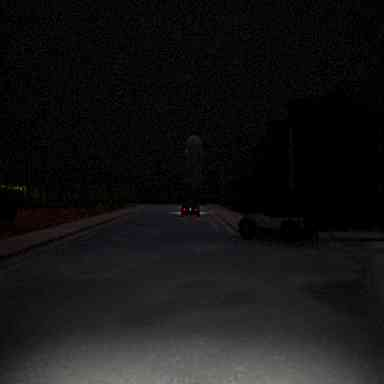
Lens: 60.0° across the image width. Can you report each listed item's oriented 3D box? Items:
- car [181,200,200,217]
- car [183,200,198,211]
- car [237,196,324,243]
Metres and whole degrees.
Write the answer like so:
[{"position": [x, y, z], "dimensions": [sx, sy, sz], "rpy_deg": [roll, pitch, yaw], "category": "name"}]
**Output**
[{"position": [-0.141, 1.639, 32.776], "dimensions": [2.033, 1.411, 5.357], "rpy_deg": [0, 0, 0], "category": "car"}, {"position": [-0.216, 1.721, 43.266], "dimensions": [1.895, 1.301, 4.718], "rpy_deg": [0, 0, 0], "category": "car"}, {"position": [4.051, 1.187, 15.404], "dimensions": [1.905, 1.878, 3.866], "rpy_deg": [-8, 3, -43], "category": "car"}]
